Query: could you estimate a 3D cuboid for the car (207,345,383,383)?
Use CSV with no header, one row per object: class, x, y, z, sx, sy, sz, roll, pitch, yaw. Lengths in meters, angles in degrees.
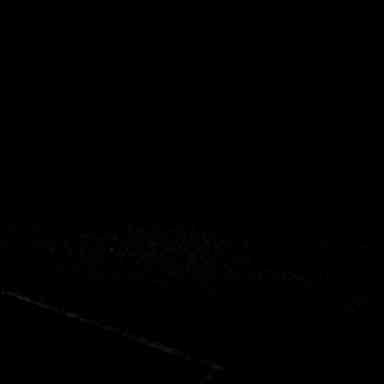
car,1.943,1.548,1.577,4.403,1.369,2.008,0,0,35
